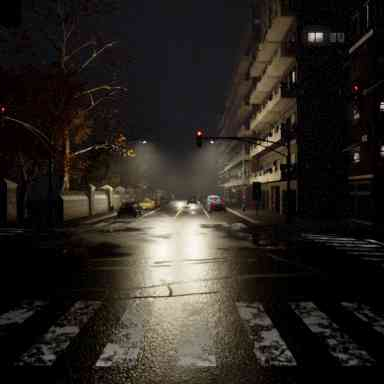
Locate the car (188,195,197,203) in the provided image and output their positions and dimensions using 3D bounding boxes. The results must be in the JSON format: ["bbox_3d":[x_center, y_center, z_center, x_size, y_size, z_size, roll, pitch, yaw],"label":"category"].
[{"bbox_3d":[0.009,1.444,69.998,1.837,1.490,4.892,0,0,0],"label":"car"}]

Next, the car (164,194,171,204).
[{"bbox_3d":[-5.681,1.498,64.646,1.967,1.590,4.097,0,0,0],"label":"car"}]

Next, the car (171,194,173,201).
[{"bbox_3d":[-5.680,1.508,70.275,1.967,1.590,4.097,0,0,0],"label":"car"}]

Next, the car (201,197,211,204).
[{"bbox_3d":[2.699,1.602,64.643,1.887,1.381,4.507,0,0,0],"label":"car"}]

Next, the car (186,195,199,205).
[{"bbox_3d":[0.006,1.597,59.579,2.033,1.411,5.357,0,0,0],"label":"car"}]

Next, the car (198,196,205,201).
[{"bbox_3d":[2.702,1.700,92.795,1.802,1.307,4.206,0,0,0],"label":"car"}]

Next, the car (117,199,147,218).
[{"bbox_3d":[-5.684,1.580,30.863,1.947,1.339,4.313,0,0,0],"label":"car"}]

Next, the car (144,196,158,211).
[{"bbox_3d":[-5.683,1.550,41.955,1.752,1.417,4.829,0,0,0],"label":"car"}]

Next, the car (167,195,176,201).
[{"bbox_3d":[-5.678,1.669,92.794,2.008,1.369,4.403,0,0,0],"label":"car"}]

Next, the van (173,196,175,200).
[{"bbox_3d":[-5.679,1.432,81.536,1.690,1.788,3.998,0,0,0],"label":"van"}]

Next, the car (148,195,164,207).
[{"bbox_3d":[-5.682,1.347,47.755,2.192,1.841,5.009,0,0,0],"label":"car"}]

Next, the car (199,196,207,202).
[{"bbox_3d":[2.700,1.635,81.534,1.887,1.381,4.507,0,0,0],"label":"car"}]

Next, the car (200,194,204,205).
[{"bbox_3d":[2.699,1.480,53.384,1.967,1.590,4.097,0,0,0],"label":"car"}]

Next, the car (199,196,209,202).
[{"bbox_3d":[2.700,1.629,75.904,2.008,1.369,4.403,0,0,0],"label":"car"}]

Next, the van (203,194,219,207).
[{"bbox_3d":[2.698,1.366,42.123,1.690,1.788,3.998,0,0,0],"label":"van"}]

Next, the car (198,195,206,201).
[{"bbox_3d":[2.702,1.544,87.164,1.967,1.590,4.097,0,0,0],"label":"car"}]

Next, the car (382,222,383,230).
[{"bbox_3d":[13.468,1.604,18.539,5.009,1.841,2.192,1,-1,-1],"label":"car"}]

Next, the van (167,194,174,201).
[{"bbox_3d":[-5.678,1.445,87.165,1.690,1.788,3.998,0,0,0],"label":"van"}]

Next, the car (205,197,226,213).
[{"bbox_3d":[2.697,1.564,36.492,1.887,1.381,4.507,0,0,0],"label":"car"}]
